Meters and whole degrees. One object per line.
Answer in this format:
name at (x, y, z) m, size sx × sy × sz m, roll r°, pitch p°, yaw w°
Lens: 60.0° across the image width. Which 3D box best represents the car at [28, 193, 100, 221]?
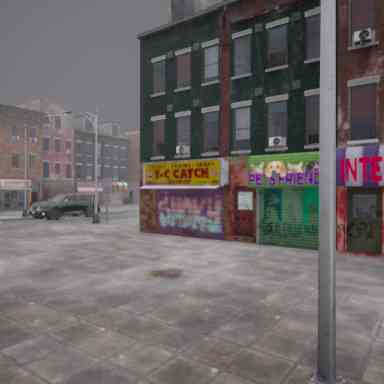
car at (-9.955, 1.125, 26.461) m, size 2.150 × 2.045 × 5.566 m, roll 0°, pitch 0°, yaw 35°
